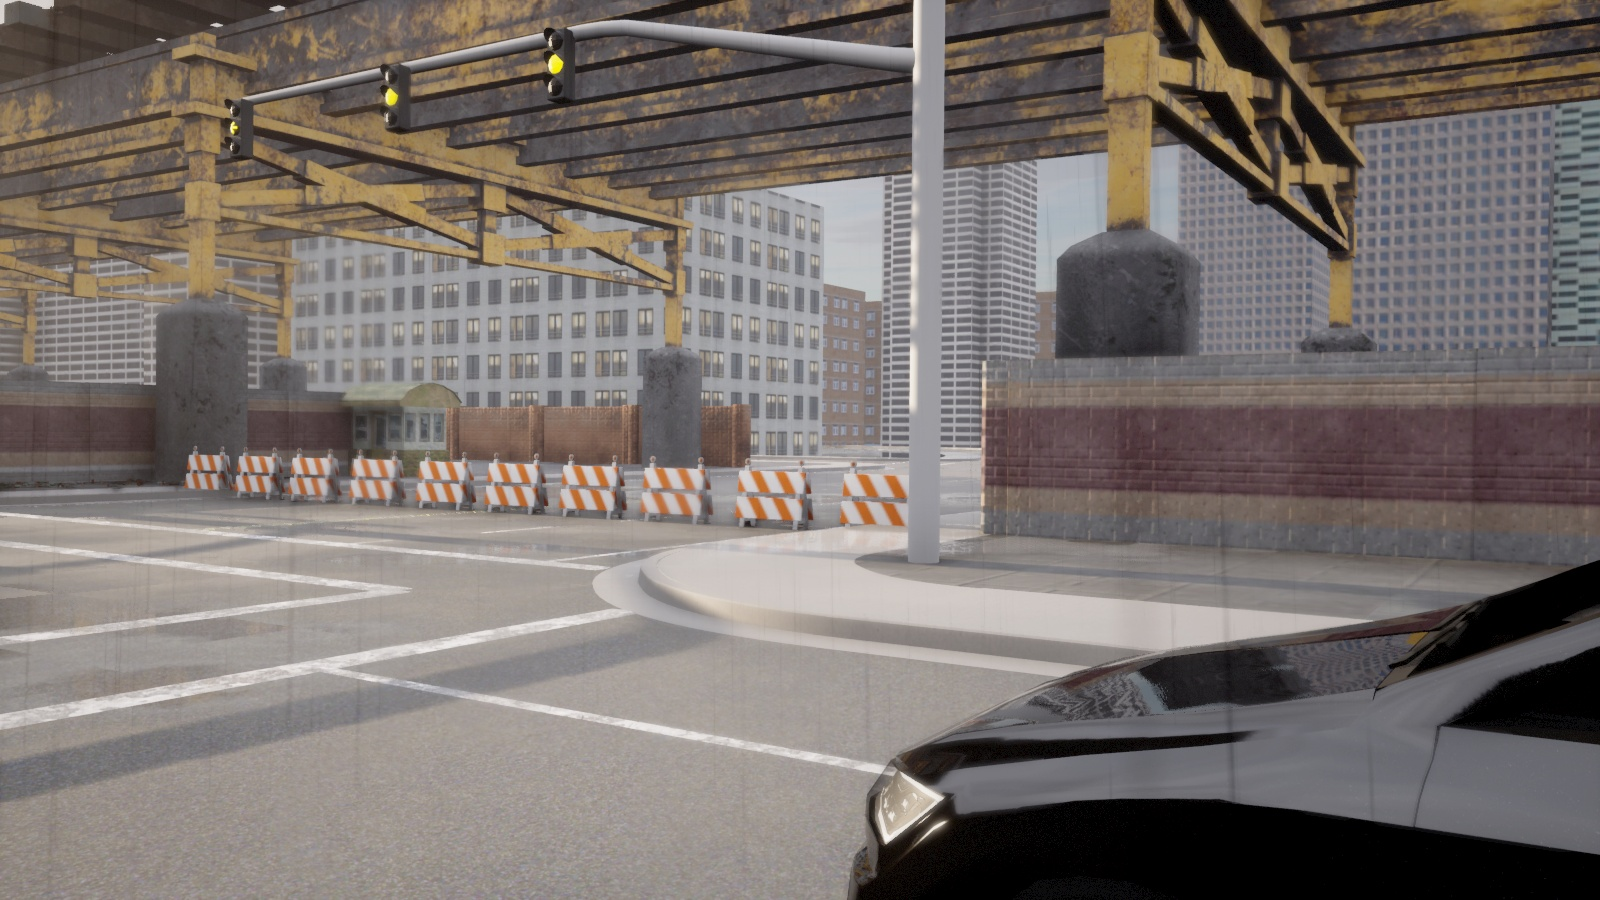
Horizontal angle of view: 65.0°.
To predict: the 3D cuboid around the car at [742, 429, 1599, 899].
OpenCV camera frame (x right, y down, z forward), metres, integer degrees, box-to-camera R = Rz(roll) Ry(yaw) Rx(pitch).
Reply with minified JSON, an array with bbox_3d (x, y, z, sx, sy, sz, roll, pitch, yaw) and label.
[{"bbox_3d":[2.136,0.696,2.204,4.193,1.474,1.816,0,1,34],"label":"car"}]
